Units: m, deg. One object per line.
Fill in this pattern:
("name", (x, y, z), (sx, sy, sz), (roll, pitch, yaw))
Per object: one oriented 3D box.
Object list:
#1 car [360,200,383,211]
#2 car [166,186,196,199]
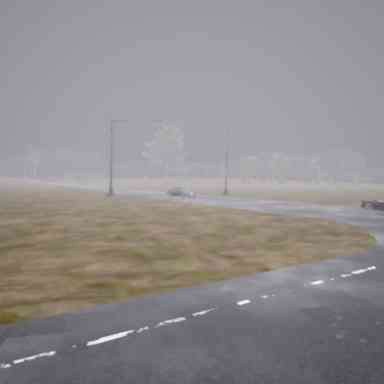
("car", (16.443, 1.038, 27.164), (1.895, 1.301, 4.718), (0, 2, -34))
("car", (-1.361, 0.065, 40.745), (2.128, 1.511, 4.902), (0, 2, -34))
